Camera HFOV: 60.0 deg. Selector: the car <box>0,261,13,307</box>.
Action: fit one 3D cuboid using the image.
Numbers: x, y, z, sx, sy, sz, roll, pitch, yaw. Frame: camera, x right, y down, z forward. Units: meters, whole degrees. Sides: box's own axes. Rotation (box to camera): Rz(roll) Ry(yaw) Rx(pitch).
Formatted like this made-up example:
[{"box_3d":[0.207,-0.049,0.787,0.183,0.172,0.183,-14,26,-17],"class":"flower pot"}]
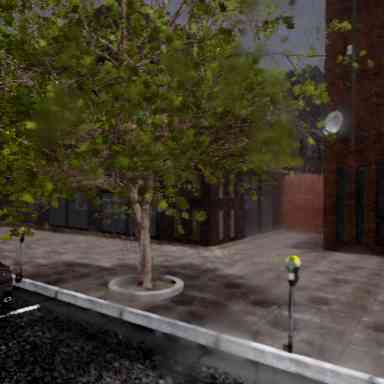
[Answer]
[{"box_3d":[-5.269,1.586,6.631,4.403,1.369,2.008,0,1,36],"class":"car"}]
